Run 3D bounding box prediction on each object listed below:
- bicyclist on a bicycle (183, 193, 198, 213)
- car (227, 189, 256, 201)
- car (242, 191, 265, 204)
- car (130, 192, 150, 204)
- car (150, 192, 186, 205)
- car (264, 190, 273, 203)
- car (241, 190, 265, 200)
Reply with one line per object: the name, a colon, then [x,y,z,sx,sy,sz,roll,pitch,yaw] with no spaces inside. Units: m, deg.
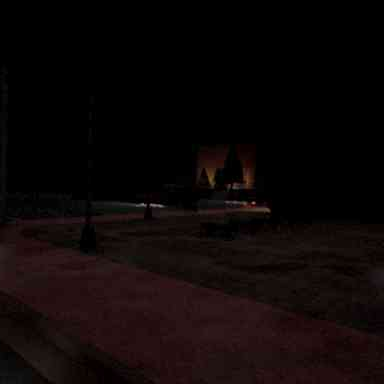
bicyclist on a bicycle: [-0.147,0.907,27.461,1.656,1.620,0.582,2,1,42]
car: [8.465,0.552,59.017,2.150,2.045,5.566,2,1,42]
car: [10.097,0.997,50.362,1.837,1.490,4.892,2,1,43]
car: [-5.838,0.737,43.462,1.882,1.535,5.008,2,1,42]
car: [-2.730,0.913,41.680,1.994,1.385,4.181,2,1,42]
car: [12.915,0.933,48.249,2.097,1.767,4.553,2,1,43]
car: [11.054,0.910,56.675,1.882,1.535,5.008,2,1,42]
